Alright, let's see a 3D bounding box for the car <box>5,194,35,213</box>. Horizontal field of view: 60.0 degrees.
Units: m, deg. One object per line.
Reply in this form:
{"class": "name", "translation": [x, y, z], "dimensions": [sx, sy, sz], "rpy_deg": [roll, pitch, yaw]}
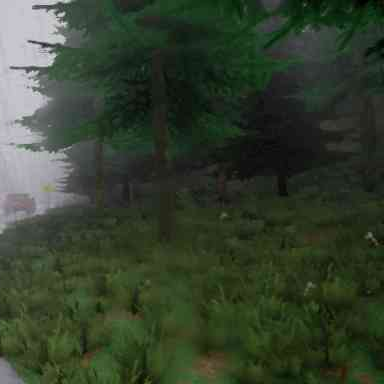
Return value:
{"class": "car", "translation": [-17.351, 1.192, 33.710], "dimensions": [2.150, 2.045, 5.566], "rpy_deg": [-2, 1, -18]}
